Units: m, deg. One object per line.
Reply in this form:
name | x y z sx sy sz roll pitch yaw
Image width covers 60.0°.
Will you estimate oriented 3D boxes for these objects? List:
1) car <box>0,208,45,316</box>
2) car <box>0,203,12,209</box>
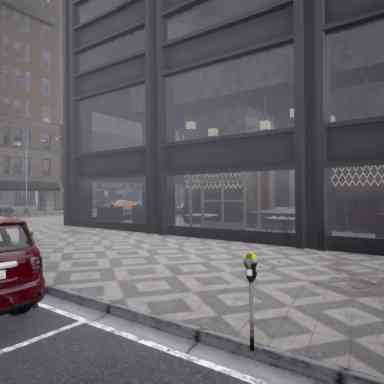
car | -4.811 1.317 6.282 5.009 1.841 2.192 0 -1 35
car | -18.992 1.659 30.253 1.837 1.490 4.892 -1 -1 35
